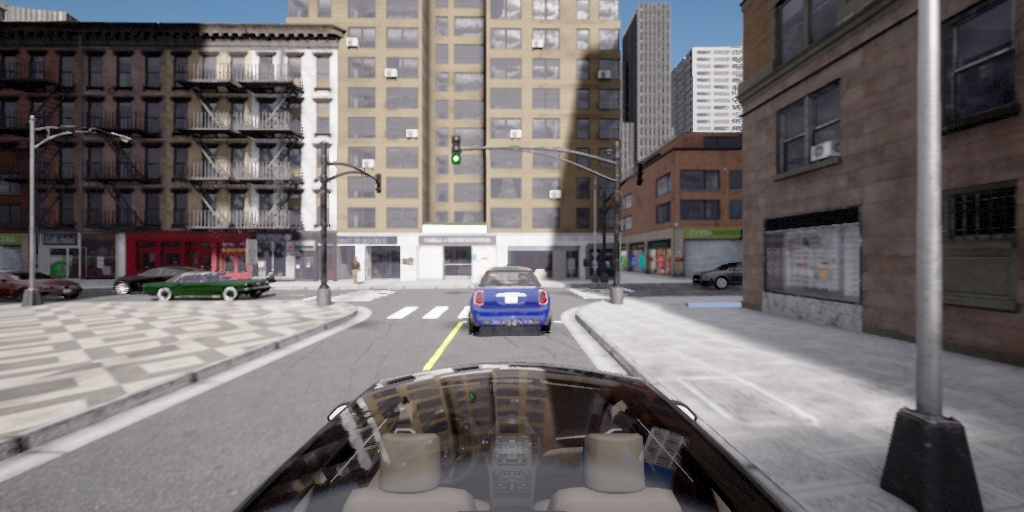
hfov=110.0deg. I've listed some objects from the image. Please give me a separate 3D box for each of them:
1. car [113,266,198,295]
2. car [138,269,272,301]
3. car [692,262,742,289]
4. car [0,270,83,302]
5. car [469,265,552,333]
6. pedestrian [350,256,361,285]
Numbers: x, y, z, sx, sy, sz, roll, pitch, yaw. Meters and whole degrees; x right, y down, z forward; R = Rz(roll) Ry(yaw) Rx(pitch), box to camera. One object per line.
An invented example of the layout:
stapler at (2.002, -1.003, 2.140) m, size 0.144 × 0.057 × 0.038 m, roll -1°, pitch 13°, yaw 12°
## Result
car at (-19.197, 1.324, 20.033) m, size 5.008 × 1.535 × 1.882 m, roll 0°, pitch 0°, yaw 0°
car at (-14.196, 1.409, 16.946) m, size 4.718 × 1.301 × 1.895 m, roll 0°, pitch 0°, yaw -1°
car at (12.889, 1.075, 20.486) m, size 4.892 × 1.490 × 1.837 m, roll -1°, pitch 0°, yaw -1°
car at (-23.266, 1.400, 16.851) m, size 4.674 × 1.442 × 1.812 m, roll 0°, pitch 0°, yaw -1°
car at (-0.179, 1.075, 10.840) m, size 2.097 × 1.767 × 4.553 m, roll 0°, pitch 0°, yaw -4°
pedestrian at (-10.155, 0.920, 23.233) m, size 0.375 × 1.860 × 0.375 m, roll 0°, pitch 0°, yaw -1°
